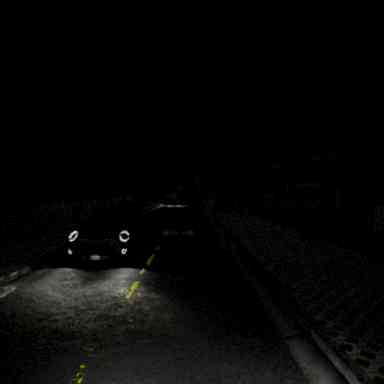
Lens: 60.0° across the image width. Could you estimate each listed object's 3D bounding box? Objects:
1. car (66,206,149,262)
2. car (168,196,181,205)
[{"bbox_3d":[-2.849,1.348,12.070,2.097,1.767,4.553,0,0,0],"label":"car"},{"bbox_3d":[-2.816,1.375,54.431,1.812,1.442,4.674,0,1,0],"label":"car"}]
